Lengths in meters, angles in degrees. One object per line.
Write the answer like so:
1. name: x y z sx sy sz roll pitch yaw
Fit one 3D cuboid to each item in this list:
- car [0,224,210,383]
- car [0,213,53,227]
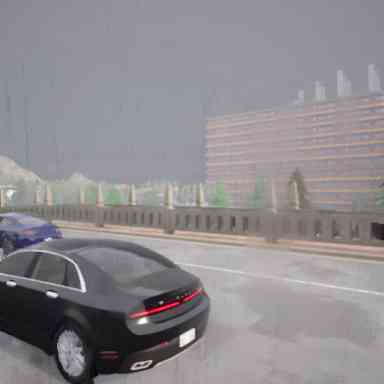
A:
1. car: -2.030 1.520 5.439 4.892 1.490 1.837 0 0 35
2. car: -7.100 1.569 13.353 4.674 1.442 1.812 0 0 35
